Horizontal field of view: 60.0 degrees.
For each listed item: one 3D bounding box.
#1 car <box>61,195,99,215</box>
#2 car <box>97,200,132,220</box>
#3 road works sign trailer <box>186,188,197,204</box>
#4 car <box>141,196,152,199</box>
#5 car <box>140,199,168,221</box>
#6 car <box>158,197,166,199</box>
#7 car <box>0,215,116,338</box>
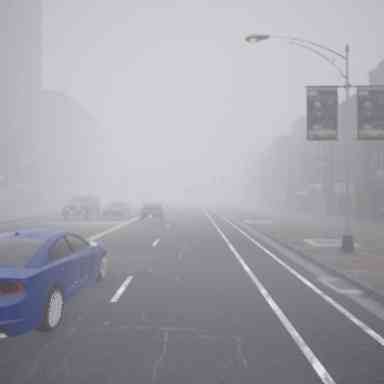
[{"bbox_3d":[-9.848,1.300,30.051,2.150,2.045,5.566,0,0,0],"label":"car"},{"bbox_3d":[-6.596,1.555,29.586,1.882,1.535,5.008,0,0,0],"label":"car"},{"bbox_3d":[-0.004,0.741,72.843,2.380,3.560,2.880,0,0,0],"label":"road works sign trailer"},{"bbox_3d":[-9.754,1.715,72.108,1.837,1.490,4.892,0,0,0],"label":"car"},{"bbox_3d":[-3.153,1.575,27.547,1.837,1.490,4.892,0,0,0],"label":"car"},{"bbox_3d":[-6.504,1.756,70.719,1.837,1.490,4.892,0,0,0],"label":"car"},{"bbox_3d":[-3.152,1.488,6.821,1.882,1.535,5.008,0,0,0],"label":"car"}]
